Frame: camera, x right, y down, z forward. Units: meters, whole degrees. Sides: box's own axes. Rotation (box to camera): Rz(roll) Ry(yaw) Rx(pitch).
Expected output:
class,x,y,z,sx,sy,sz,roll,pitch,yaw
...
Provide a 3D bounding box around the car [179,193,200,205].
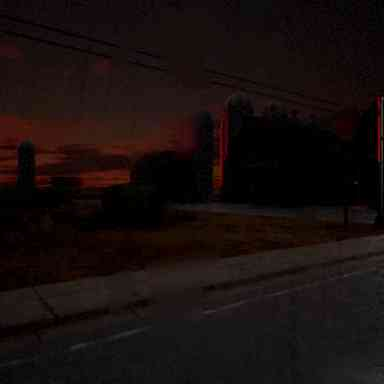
class,x,y,z,sx,sy,sz,roll,pitch,yaw
car,-0.408,1.192,60.186,3.866,1.878,1.905,-2,5,11
